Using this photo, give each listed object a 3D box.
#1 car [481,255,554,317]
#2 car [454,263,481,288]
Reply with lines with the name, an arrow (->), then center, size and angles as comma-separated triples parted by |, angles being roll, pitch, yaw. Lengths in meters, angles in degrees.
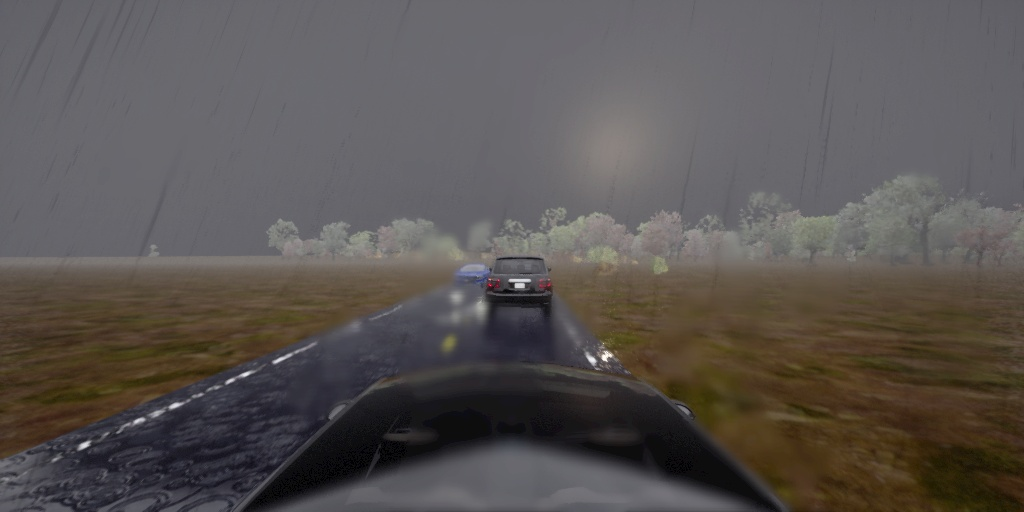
car -> 0.304, 0.971, 13.273 | 2.150, 2.045, 5.566 | 0, 0, 2
car -> -2.454, 1.223, 23.560 | 1.882, 1.535, 5.008 | 0, 0, 3
